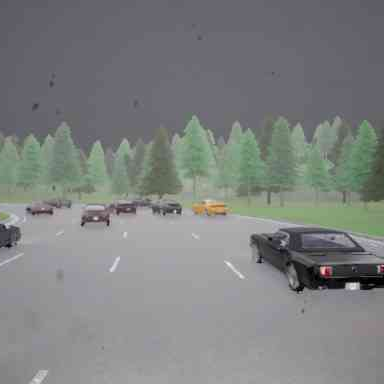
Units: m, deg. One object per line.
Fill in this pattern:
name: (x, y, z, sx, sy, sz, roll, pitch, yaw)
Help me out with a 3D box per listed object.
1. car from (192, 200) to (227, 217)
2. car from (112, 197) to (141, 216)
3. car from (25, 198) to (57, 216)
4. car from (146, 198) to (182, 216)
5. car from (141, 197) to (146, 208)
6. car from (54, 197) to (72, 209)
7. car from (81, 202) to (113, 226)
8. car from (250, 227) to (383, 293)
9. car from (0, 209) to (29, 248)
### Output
car: (1.595, 1.470, 31.684, 1.882, 1.535, 5.008, 0, 0, -21)
car: (-7.133, 1.470, 33.237, 1.882, 1.535, 5.008, 0, -1, -28)
car: (-15.218, 1.555, 33.003, 1.994, 1.385, 4.181, 0, 0, -35)
car: (-2.602, 1.497, 32.323, 1.837, 1.490, 4.892, 1, -1, -26)
car: (-7.251, 1.493, 45.635, 1.837, 1.490, 4.892, 0, 0, -43)
car: (-18.678, 1.481, 46.207, 4.902, 1.511, 2.128, 0, 0, 35)
car: (-6.801, 1.520, 23.459, 1.812, 1.442, 4.674, 0, 0, -16)
car: (3.017, 1.599, 8.891, 1.895, 1.301, 4.718, 0, 0, -6)
car: (-7.777, 1.545, 11.547, 2.033, 1.411, 5.357, 0, 0, -8)
